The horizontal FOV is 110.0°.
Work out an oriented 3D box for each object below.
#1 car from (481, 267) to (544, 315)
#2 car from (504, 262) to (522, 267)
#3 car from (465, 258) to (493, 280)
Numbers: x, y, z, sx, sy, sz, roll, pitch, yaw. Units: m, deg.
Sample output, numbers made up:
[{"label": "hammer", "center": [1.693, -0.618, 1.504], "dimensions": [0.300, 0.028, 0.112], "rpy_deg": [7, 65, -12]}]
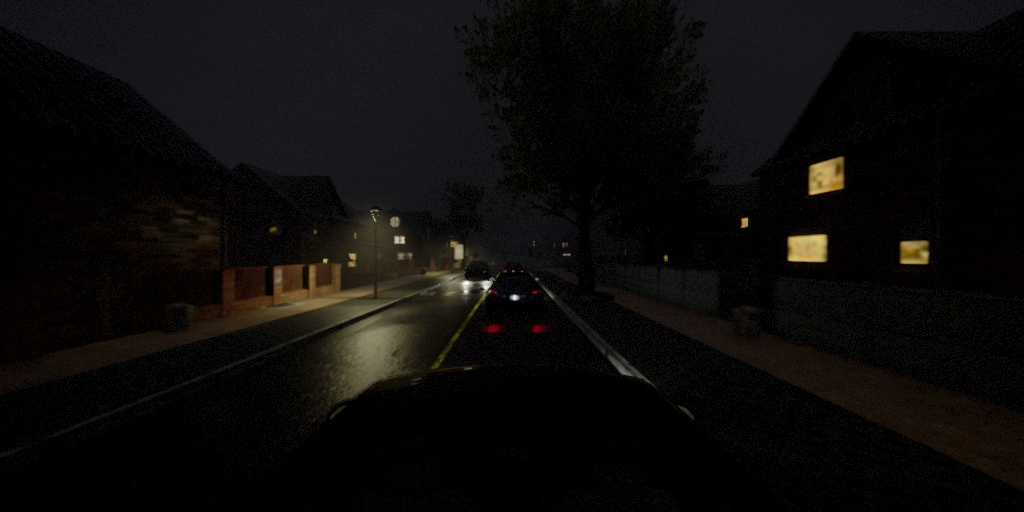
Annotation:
[{"label": "car", "center": [0.097, 1.281, 13.362], "dimensions": [1.994, 1.385, 4.181], "rpy_deg": [0, 0, 0]}, {"label": "car", "center": [0.099, 1.213, 30.144], "dimensions": [2.033, 1.411, 5.357], "rpy_deg": [0, 0, 0]}, {"label": "car", "center": [-2.830, 1.142, 30.333], "dimensions": [1.882, 1.535, 5.008], "rpy_deg": [0, 0, 0]}]
